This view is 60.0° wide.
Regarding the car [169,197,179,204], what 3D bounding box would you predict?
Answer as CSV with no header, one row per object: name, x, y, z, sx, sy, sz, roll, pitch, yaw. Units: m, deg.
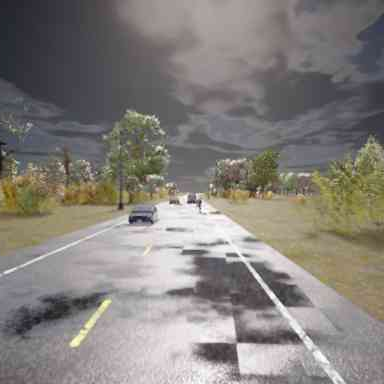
car,-3.510,1.653,66.241,1.882,1.535,5.008,0,0,0

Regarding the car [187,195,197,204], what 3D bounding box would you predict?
car,0.033,1.785,68.935,1.895,1.301,4.718,0,0,1

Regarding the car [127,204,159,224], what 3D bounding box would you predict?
car,-3.598,1.627,25.569,2.033,1.411,5.357,0,0,0

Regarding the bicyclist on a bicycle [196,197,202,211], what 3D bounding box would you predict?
bicyclist on a bicycle,0.964,1.572,39.589,0.582,1.620,1.656,0,0,0

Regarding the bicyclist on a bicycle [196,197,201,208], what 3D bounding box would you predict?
bicyclist on a bicycle,0.979,1.582,50.488,0.866,1.612,1.509,0,0,0
